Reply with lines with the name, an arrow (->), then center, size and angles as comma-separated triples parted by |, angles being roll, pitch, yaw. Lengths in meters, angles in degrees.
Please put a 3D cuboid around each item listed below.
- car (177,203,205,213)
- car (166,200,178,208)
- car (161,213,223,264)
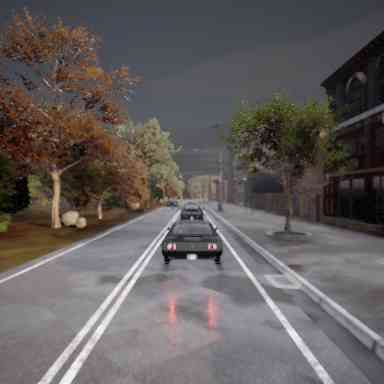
car -> 0.008, 1.720, 27.772 | 1.837, 1.490, 4.892 | 0, 0, 0
car -> -3.382, 2.040, 57.890 | 1.994, 1.385, 4.181 | 0, 0, 0
car -> 0.022, 1.677, 12.145 | 1.895, 1.301, 4.718 | 0, 0, 0
